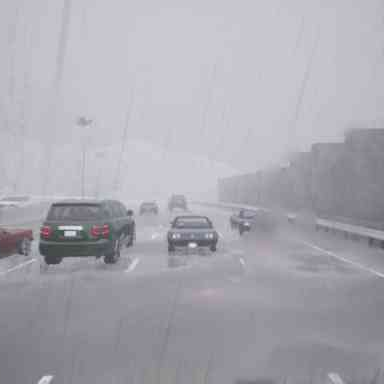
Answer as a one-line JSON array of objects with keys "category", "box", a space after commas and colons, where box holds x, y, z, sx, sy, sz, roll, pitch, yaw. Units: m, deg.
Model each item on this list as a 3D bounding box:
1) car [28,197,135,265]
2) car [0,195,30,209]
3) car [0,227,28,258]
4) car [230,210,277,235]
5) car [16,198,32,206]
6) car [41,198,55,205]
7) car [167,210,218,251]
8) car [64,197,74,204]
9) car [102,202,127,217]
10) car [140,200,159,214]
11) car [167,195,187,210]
[{"category": "car", "box": [-3.491, 1.270, 12.089, 2.150, 2.045, 5.566, 0, 0, -1]}, {"category": "car", "box": [-18.882, 1.372, 35.300, 2.150, 2.045, 5.566, 0, -1, -6]}, {"category": "car", "box": [-6.983, 1.648, 10.681, 1.895, 1.301, 4.718, 0, 0, -1]}, {"category": "car", "box": [3.343, 1.664, 19.180, 1.895, 1.301, 4.718, 0, 0, -2]}, {"category": "car", "box": [-30.631, 1.781, 60.842, 1.812, 1.442, 4.674, 0, 0, -16]}, {"category": "car", "box": [-28.532, 1.856, 66.127, 1.895, 1.301, 4.718, 0, 0, -16]}, {"category": "car", "box": [-0.026, 1.649, 14.324, 1.895, 1.301, 4.718, 0, 0, -1]}, {"category": "car", "box": [-27.563, 1.872, 74.489, 1.895, 1.301, 4.718, 0, 0, -19]}, {"category": "car", "box": [-7.980, 1.733, 34.639, 1.895, 1.301, 4.718, 0, 0, -5]}, {"category": "car", "box": [-4.774, 1.628, 36.989, 2.128, 1.511, 4.902, 0, 0, -6]}, {"category": "car", "box": [-2.050, 1.381, 44.322, 2.150, 2.045, 5.566, 0, 0, -9]}]
